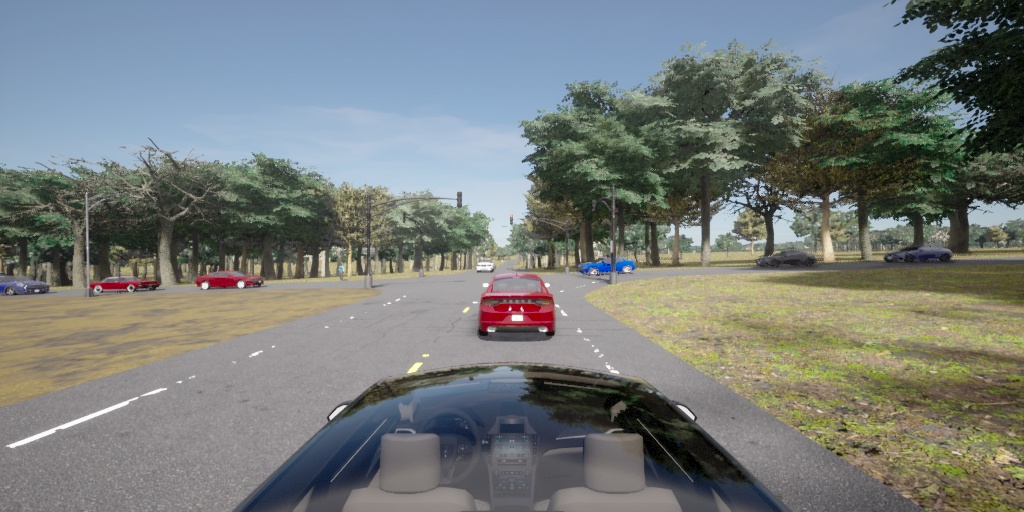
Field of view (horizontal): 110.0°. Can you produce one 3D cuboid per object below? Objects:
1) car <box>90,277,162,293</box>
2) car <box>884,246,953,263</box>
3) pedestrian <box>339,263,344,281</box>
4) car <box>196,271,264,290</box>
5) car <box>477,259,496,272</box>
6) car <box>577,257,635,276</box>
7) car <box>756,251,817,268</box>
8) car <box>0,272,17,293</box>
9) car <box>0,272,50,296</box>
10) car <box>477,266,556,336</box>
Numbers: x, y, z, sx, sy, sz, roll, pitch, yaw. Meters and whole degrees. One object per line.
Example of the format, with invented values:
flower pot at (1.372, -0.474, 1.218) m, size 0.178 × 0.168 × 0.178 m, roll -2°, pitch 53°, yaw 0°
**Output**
car at (-33.040, 2.415, 30.647) m, size 4.718 × 1.301 × 1.895 m, roll -2°, pitch -1°, yaw 3°
car at (35.487, -0.167, 31.378) m, size 4.674 × 1.442 × 1.812 m, roll -2°, pitch -1°, yaw 3°
pedestrian at (-17.905, 1.665, 37.570) m, size 0.375 × 1.860 × 0.375 m, roll 0°, pitch 1°, yaw 3°
car at (-23.682, 1.973, 30.224) m, size 5.008 × 1.535 × 1.882 m, roll -2°, pitch -1°, yaw 2°
car at (-3.910, 1.391, 53.011) m, size 2.150 × 2.045 × 5.566 m, roll 0°, pitch -1°, yaw 1°
car at (8.097, 0.847, 30.979) m, size 5.008 × 1.535 × 1.882 m, roll -2°, pitch -1°, yaw -13°
car at (24.349, 0.267, 31.862) m, size 4.674 × 1.442 × 1.812 m, roll -2°, pitch -1°, yaw 2°
car at (-52.812, 2.699, 35.247) m, size 5.566 × 2.045 × 2.150 m, roll -2°, pitch -1°, yaw 3°
car at (-43.321, 2.500, 31.141) m, size 4.553 × 1.767 × 2.097 m, roll -2°, pitch -1°, yaw 3°
car at (0.129, 1.229, 10.446) m, size 1.882 × 1.535 × 5.008 m, roll 0°, pitch 0°, yaw 0°
